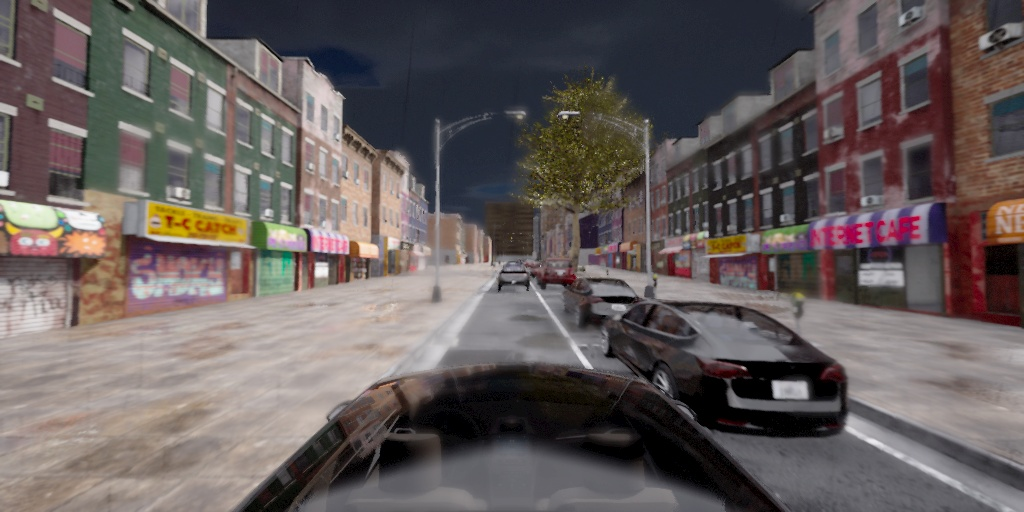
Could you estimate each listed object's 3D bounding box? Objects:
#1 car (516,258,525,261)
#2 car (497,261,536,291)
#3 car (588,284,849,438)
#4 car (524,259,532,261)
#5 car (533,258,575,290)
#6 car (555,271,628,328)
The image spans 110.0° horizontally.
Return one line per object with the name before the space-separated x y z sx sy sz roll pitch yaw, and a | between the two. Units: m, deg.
car | 0.112 1.272 37.734 1.812 1.442 4.674 0 0 0
car | 0.100 1.233 21.858 2.128 1.511 4.902 0 0 0
car | 2.641 1.316 5.506 1.948 1.339 4.313 0 0 0
car | 2.639 1.220 55.489 1.967 1.591 4.097 0 0 0
car | 2.640 1.056 22.170 2.192 1.841 5.009 0 0 0
car | 2.641 1.314 11.062 1.948 1.339 4.313 0 0 0
